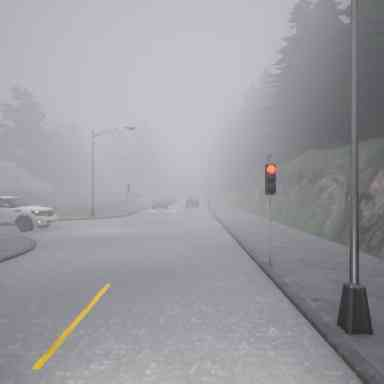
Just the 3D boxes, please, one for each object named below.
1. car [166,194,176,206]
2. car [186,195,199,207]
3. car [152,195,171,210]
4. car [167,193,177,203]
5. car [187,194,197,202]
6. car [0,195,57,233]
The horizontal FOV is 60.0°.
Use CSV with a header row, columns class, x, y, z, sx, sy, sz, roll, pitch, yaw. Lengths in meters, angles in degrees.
class,x,y,z,sx,sy,sz,roll,pitch,yaw
car,-4.113,1.477,53.772,1.882,1.535,5.008,0,0,0
car,0.079,1.477,49.702,1.882,1.535,5.008,0,0,0
car,-4.103,1.526,43.481,1.812,1.442,4.674,0,0,0
car,-4.068,1.221,64.451,2.150,2.045,5.566,0,0,0
car,-0.028,1.354,73.609,2.097,1.767,4.553,0,0,0
car,-10.863,1.222,19.444,5.566,2.045,2.150,0,0,4
